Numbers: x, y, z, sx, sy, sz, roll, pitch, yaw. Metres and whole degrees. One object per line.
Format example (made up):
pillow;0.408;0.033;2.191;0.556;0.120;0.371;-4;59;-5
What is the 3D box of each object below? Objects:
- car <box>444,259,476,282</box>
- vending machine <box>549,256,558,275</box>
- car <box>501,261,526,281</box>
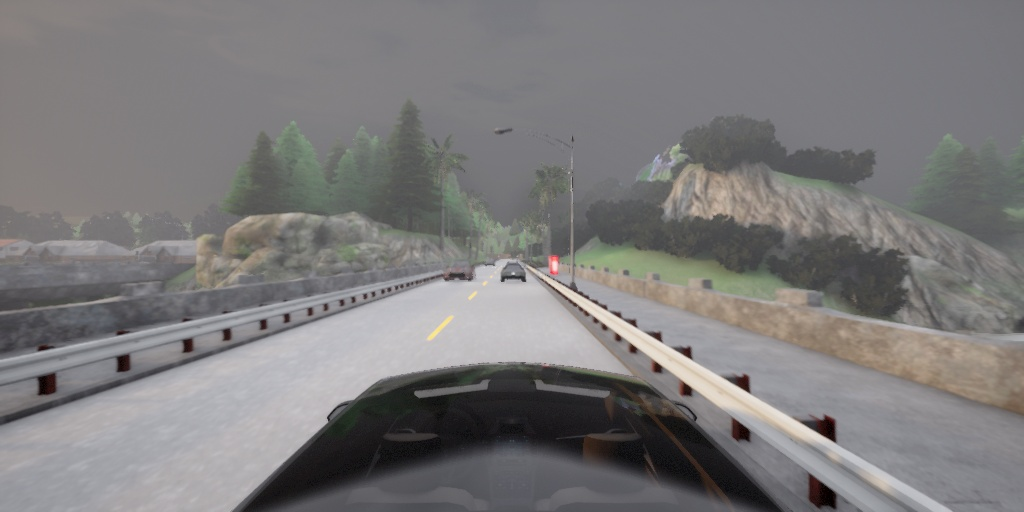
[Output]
car;-4.078;1.112;28.702;2.097;1.767;4.553;0;0;0
vending machine;4.311;0.957;36.967;1.100;2.100;0.880;0;0;0
car;0.110;1.324;29.798;1.994;1.385;4.181;0;0;0
